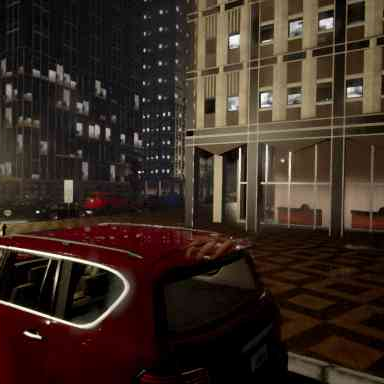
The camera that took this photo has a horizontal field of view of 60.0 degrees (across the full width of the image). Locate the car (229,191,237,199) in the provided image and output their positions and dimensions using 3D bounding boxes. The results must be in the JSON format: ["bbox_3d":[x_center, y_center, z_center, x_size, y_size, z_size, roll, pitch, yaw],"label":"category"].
[{"bbox_3d":[10.505,0.784,79.887,2.192,1.841,5.009,2,1,30],"label":"car"}]

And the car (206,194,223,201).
[{"bbox_3d":[4.808,1.079,70.119,1.887,1.381,4.507,2,1,30],"label":"car"}]

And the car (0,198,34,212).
[{"bbox_3d":[-15.614,1.356,29.932,1.837,1.490,4.892,1,1,30],"label":"car"}]

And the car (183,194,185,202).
[{"bbox_3d":[-0.884,1.041,60.345,1.967,1.590,4.097,2,1,30],"label":"car"}]

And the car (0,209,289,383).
[{"bbox_3d":[-1.434,1.314,3.875,5.009,1.841,2.192,0,1,36],"label":"car"}]

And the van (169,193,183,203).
[{"bbox_3d":[-3.728,0.975,55.457,1.690,1.788,3.998,2,1,30],"label":"van"}]

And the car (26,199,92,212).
[{"bbox_3d":[-10.635,1.537,26.968,1.947,1.339,4.313,2,1,30],"label":"car"}]

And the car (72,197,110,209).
[{"bbox_3d":[-12.272,1.299,40.802,1.947,1.339,4.313,2,1,30],"label":"car"}]

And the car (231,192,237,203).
[{"bbox_3d":[9.363,1.264,61.293,1.752,1.417,4.829,2,1,30],"label":"car"}]

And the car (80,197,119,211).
[{"bbox_3d":[-10.613,1.357,38.527,1.994,1.385,4.181,1,1,30],"label":"car"}]

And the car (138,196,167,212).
[{"bbox_3d":[-4.946,1.487,36.733,1.802,1.307,4.206,2,1,30],"label":"car"}]

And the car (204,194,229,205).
[{"bbox_3d":[3.590,1.246,51.379,1.967,1.590,4.097,2,1,30],"label":"car"}]

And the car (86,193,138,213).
[{"bbox_3d":[-8.657,1.090,35.489,2.150,2.045,5.566,1,1,30],"label":"car"}]

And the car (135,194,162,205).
[{"bbox_3d":[-6.577,1.107,50.572,1.967,1.590,4.097,2,1,30],"label":"car"}]

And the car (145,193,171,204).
[{"bbox_3d":[-5.506,1.260,47.274,1.812,1.442,4.674,1,1,31],"label":"car"}]
